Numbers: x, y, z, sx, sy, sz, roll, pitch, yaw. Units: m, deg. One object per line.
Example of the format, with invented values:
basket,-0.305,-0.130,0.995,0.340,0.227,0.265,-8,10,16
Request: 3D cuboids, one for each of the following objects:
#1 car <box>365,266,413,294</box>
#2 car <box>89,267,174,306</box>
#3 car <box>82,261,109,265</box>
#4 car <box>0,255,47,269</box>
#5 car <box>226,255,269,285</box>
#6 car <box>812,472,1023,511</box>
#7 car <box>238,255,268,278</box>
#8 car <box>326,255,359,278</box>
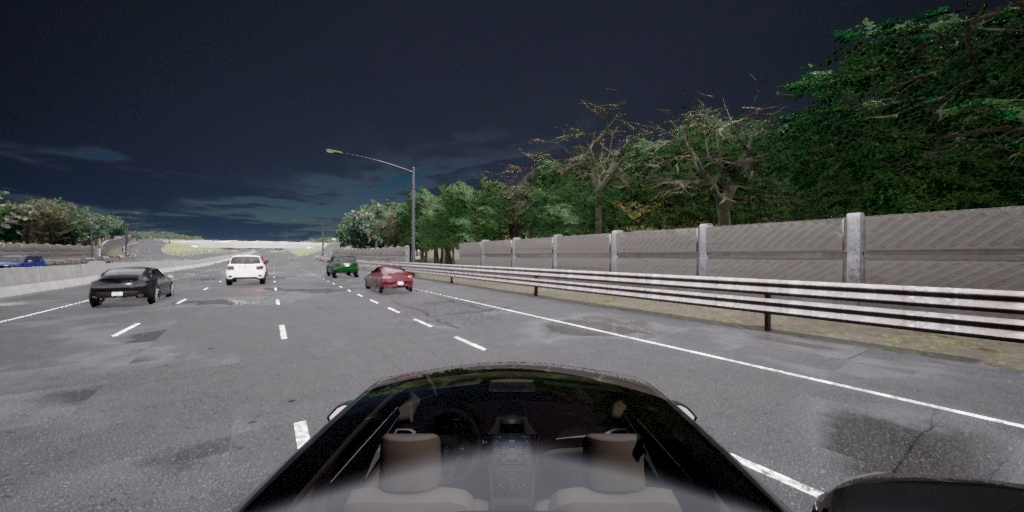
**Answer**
car,-7.081,1.271,20.553,1.812,1.442,4.674,0,0,-34
car,-16.546,1.244,15.809,1.837,1.490,4.892,0,-1,-34
car,-44.662,1.233,38.624,1.812,1.442,4.674,0,0,-33
car,-44.683,0.935,32.312,2.150,2.045,5.566,0,0,-34
car,-19.273,0.957,26.139,2.150,2.045,5.566,0,0,-34
car,2.987,1.315,0.391,4.181,1.385,1.994,0,0,34
car,-25.267,0.946,35.097,2.150,2.045,5.566,0,0,-34
car,-16.140,0.951,34.015,2.150,2.045,5.566,0,0,-34
